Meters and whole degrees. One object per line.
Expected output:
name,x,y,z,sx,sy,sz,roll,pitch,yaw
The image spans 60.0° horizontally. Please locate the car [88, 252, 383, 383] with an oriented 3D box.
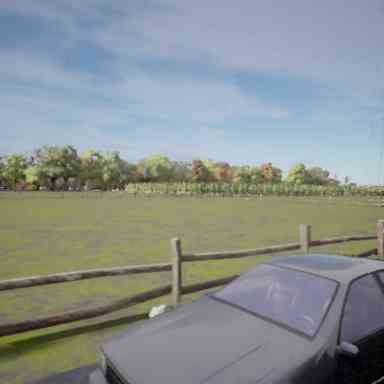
car,1.606,1.549,4.148,5.357,1.411,2.033,0,0,-35
